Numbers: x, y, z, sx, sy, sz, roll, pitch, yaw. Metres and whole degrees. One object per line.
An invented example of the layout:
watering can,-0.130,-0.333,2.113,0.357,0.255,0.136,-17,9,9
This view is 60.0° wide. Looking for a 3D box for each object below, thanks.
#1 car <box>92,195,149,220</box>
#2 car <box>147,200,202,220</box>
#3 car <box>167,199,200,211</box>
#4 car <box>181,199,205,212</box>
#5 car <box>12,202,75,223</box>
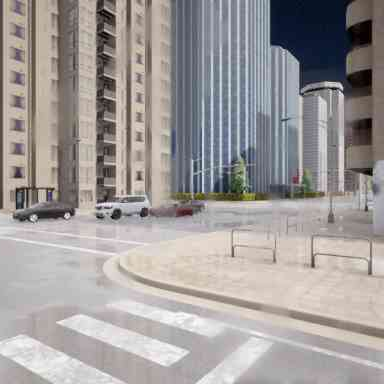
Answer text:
car,-6.007,1.284,29.170,2.150,2.045,5.566,0,0,35
car,-1.431,1.662,29.257,1.895,1.301,4.718,0,0,35
car,-1.028,1.628,42.430,1.994,1.385,4.181,0,0,35
car,-0.390,1.568,37.238,1.837,1.490,4.892,0,0,35
car,-11.862,1.569,26.912,1.837,1.490,4.892,0,0,36
